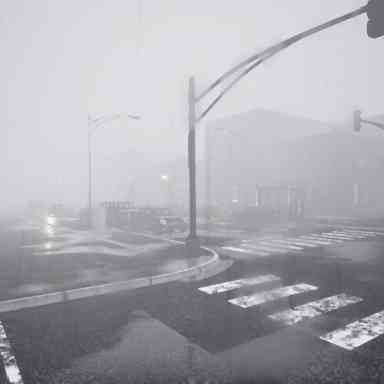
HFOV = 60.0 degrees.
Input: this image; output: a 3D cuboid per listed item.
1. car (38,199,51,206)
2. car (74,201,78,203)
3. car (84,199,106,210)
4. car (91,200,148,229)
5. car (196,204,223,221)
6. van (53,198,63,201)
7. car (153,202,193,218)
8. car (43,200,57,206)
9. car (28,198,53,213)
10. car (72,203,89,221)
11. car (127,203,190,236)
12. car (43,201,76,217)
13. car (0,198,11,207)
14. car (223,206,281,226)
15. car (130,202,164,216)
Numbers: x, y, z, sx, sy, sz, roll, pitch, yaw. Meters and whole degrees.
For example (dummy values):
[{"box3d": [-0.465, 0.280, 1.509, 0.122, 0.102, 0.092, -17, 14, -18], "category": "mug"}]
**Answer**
[{"box3d": [-35.549, 2.496, 80.018, 1.752, 1.417, 4.829, -1, 0, -36], "category": "car"}, {"box3d": [-22.057, 2.280, 61.657, 1.802, 1.307, 4.206, -1, 0, -36], "category": "car"}, {"box3d": [-15.365, 2.003, 52.545, 1.967, 1.590, 4.097, -1, 0, -36], "category": "car"}, {"box3d": [-5.371, 1.616, 24.847, 2.192, 1.841, 5.009, -1, 0, -36], "category": "car"}, {"box3d": [1.276, 1.754, 29.903, 1.752, 1.417, 4.829, -1, 0, -36], "category": "car"}, {"box3d": [-28.758, 2.174, 70.769, 1.690, 1.788, 3.998, -1, 0, -36], "category": "van"}, {"box3d": [-2.072, 1.821, 34.459, 1.752, 1.417, 4.829, -1, 0, -36], "category": "car"}, {"box3d": [-32.100, 2.445, 75.325, 1.887, 1.381, 4.507, -1, 0, -36], "category": "car"}, {"box3d": [-22.111, 1.953, 47.626, 2.192, 1.841, 5.009, -1, 0, -36], "category": "car"}, {"box3d": [-8.714, 1.919, 29.403, 2.008, 1.369, 4.403, -1, 0, -36], "category": "car"}, {"box3d": [-2.020, 1.674, 20.292, 1.967, 1.590, 4.097, -1, 0, -36], "category": "car"}, {"box3d": [-15.410, 2.054, 38.515, 2.008, 1.369, 4.403, -1, 0, -36], "category": "car"}, {"box3d": [-42.232, 2.358, 74.936, 2.192, 1.841, 5.009, -1, 0, -36], "category": "car"}, {"box3d": [4.726, 1.725, 25.210, 1.947, 1.339, 4.313, -1, 0, -36], "category": "car"}, {"box3d": [-5.319, 1.912, 38.878, 2.008, 1.369, 4.403, -1, 0, -36], "category": "car"}]
